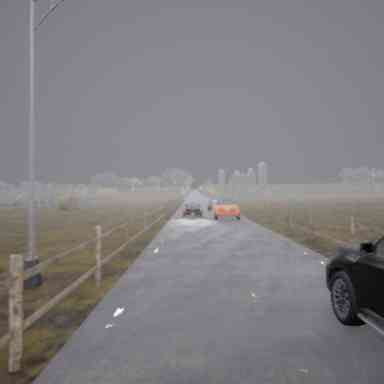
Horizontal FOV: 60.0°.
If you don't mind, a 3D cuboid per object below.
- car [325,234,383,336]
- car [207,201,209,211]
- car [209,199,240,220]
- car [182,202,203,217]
[{"bbox_3d":[3.579,1.234,3.929,2.150,2.045,5.566,0,0,0],"label":"car"},{"bbox_3d":[2.864,1.539,41.051,1.812,1.442,4.674,0,0,1],"label":"car"},{"bbox_3d":[2.861,1.370,28.751,2.097,1.767,4.553,0,0,1],"label":"car"},{"bbox_3d":[0.060,1.612,31.020,1.895,1.301,4.718,0,0,0],"label":"car"}]
